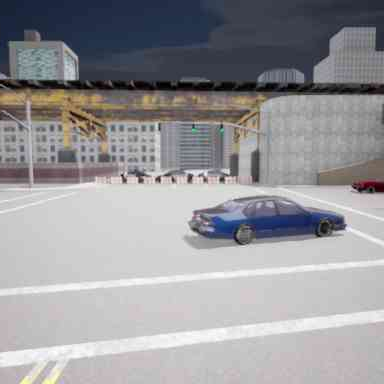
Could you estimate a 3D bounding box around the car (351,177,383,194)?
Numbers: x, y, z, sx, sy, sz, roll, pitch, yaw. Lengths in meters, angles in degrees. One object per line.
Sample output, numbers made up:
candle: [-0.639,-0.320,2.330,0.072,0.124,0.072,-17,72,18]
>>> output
car: [15.876,-0.578,27.549,4.718,1.301,1.895,0,5,-1]

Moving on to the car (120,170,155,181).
car: [-6.799,-2.101,40.959,4.536,1.218,1.853,5,7,44]

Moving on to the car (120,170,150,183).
car: [-6.761,-1.941,40.938,4.974,1.542,2.038,5,7,44]

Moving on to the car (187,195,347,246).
car: [2.572,0.842,11.327,5.357,1.411,2.033,-2,6,-19]

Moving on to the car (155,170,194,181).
car: [-2.111,-2.099,40.949,4.536,1.218,1.853,-4,6,-36]

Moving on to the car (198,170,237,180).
car: [3.171,-2.166,41.710,4.536,1.218,1.853,3,6,29]

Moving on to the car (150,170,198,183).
car: [-2.153,-1.939,40.932,4.974,1.542,2.038,-4,6,-36]

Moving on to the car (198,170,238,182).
car: [3.217,-2.007,41.699,4.974,1.542,2.038,3,6,29]
